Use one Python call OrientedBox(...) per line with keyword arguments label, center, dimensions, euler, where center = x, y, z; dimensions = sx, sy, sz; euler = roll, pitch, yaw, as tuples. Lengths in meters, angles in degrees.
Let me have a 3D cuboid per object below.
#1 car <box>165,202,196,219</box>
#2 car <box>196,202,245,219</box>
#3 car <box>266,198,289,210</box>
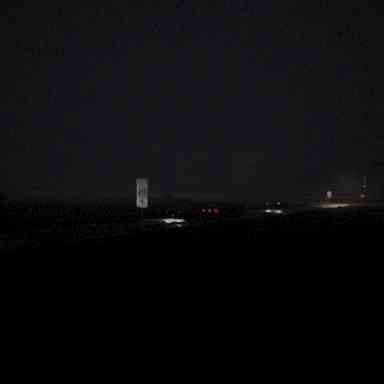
OrientedBox(label="car", center=(-0.146, 1.641, 30.593), dimensions=(2.033, 1.411, 5.357), euler=(0, -1, 35))
OrientedBox(label="car", center=(2.894, 1.651, 29.983), dimensions=(2.033, 1.411, 5.357), euler=(0, -1, 35))
OrientedBox(label="car", center=(12.604, 1.643, 48.921), dimensions=(2.097, 1.767, 4.553), euler=(0, 0, 35))
